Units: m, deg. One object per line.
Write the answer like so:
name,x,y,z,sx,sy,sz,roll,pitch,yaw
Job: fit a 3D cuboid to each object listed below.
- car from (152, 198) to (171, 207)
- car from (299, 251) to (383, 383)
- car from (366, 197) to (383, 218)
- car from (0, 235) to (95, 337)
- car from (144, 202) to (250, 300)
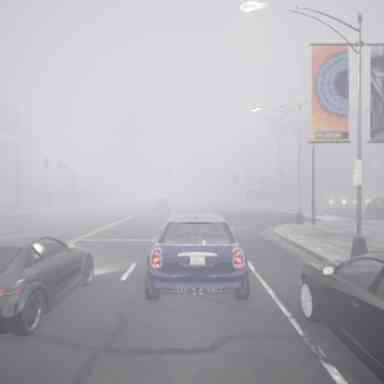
car,-3.395,1.364,37.587,2.033,1.411,5.357,0,0,0
car,2.901,1.459,4.134,2.097,1.535,5.008,0,0,0
car,17.096,1.217,27.604,4.553,1.767,2.097,0,0,-1
car,-3.399,1.530,6.601,1.994,1.385,4.181,0,0,0
car,0.102,1.311,8.418,2.097,1.767,4.553,0,0,0
